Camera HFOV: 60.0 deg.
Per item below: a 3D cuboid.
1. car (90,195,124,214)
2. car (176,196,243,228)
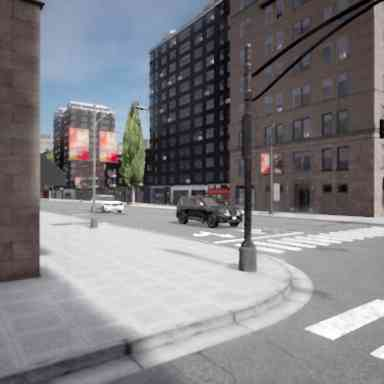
[{"bbox_3d":[-9.781,1.358,37.929,2.150,2.045,5.566,0,0,-36],"label":"car"},{"bbox_3d":[1.025,1.288,22.968,2.150,2.045,5.566,0,0,-36],"label":"car"}]
